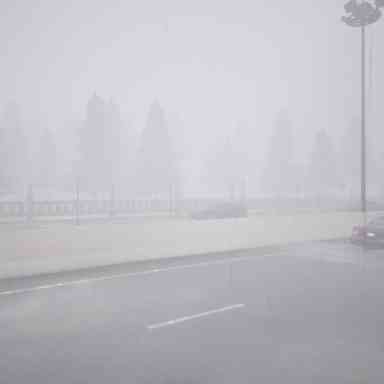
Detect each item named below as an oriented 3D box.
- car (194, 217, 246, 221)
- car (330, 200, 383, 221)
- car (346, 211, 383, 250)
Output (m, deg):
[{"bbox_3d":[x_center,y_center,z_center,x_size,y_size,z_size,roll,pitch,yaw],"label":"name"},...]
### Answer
[{"bbox_3d":[1.994,1.498,25.469,4.892,1.490,1.837,0,0,-29],"label":"car"},{"bbox_3d":[14.136,1.493,28.089,4.892,1.490,1.837,0,0,-28],"label":"car"},{"bbox_3d":[8.423,1.542,12.791,5.357,1.411,2.033,0,0,-29],"label":"car"}]
